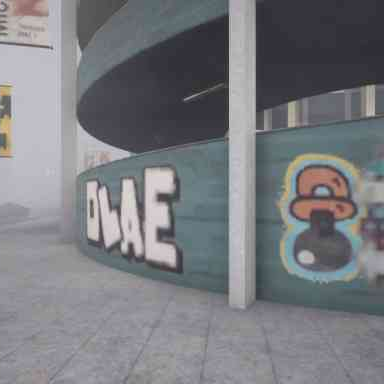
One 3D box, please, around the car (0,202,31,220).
[{"bbox_3d":[-15.640,1.567,28.394,1.994,1.385,4.181,0,0,3],"label":"car"}]
